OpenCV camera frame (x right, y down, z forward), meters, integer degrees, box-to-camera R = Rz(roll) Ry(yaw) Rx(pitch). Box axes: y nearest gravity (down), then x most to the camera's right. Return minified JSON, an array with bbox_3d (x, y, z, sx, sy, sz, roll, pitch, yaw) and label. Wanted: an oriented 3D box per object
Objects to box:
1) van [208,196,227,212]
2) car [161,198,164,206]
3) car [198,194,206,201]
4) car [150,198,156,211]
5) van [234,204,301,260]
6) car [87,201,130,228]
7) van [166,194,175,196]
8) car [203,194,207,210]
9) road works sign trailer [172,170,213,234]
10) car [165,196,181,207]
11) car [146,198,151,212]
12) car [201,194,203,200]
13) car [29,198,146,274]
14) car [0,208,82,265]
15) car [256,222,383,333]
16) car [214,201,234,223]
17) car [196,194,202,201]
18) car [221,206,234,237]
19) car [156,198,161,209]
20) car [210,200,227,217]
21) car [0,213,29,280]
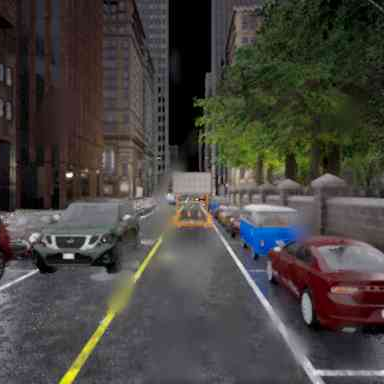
[{"bbox_3d":[2.774,1.433,34.499,1.690,1.788,3.998,0,0,0],"label":"van"},{"bbox_3d":[-5.745,1.682,56.587,1.947,1.339,4.313,0,0,0],"label":"car"},{"bbox_3d":[2.790,1.489,94.133,2.192,1.841,5.009,0,0,0],"label":"car"},{"bbox_3d":[-5.750,1.625,39.845,1.752,1.417,4.829,0,0,0],"label":"car"},{"bbox_3d":[2.767,1.384,12.401,1.690,1.788,3.998,0,0,0],"label":"van"},{"bbox_3d":[-5.755,1.509,23.442,1.967,1.590,4.097,0,0,0],"label":"car"},{"bbox_3d":[-5.738,1.493,83.245,1.690,1.788,3.998,0,0,0],"label":"van"},{"bbox_3d":[2.776,1.416,40.024,2.192,1.841,5.009,0,0,0],"label":"car"},{"bbox_3d":[0.006,0.525,19.725,2.380,3.560,2.880,0,0,0],"label":"road works sign trailer"},{"bbox_3d":[-3.035,1.715,53.843,1.895,1.301,4.718,0,0,1],"label":"car"},{"bbox_3d":[-5.752,1.642,34.491,2.008,1.369,4.403,0,0,0],"label":"car"},{"bbox_3d":[2.778,1.422,45.548,2.192,1.841,5.009,0,0,0],"label":"car"},{"bbox_3d":[-3.096,1.261,11.111,2.150,2.045,5.566,0,0,0],"label":"car"},{"bbox_3d":[-5.759,1.483,12.393,1.967,1.590,4.097,0,0,0],"label":"car"},{"bbox_3d":[2.765,1.572,6.877,1.887,1.381,4.507,0,0,0],"label":"car"},{"bbox_3d":[2.770,1.595,23.620,1.752,1.417,4.829,0,0,0],"label":"car"},{"bbox_3d":[2.789,1.478,88.692,2.192,1.841,5.009,0,0,0],"label":"car"},{"bbox_3d":[2.769,1.638,17.926,1.802,1.307,4.206,0,0,0],"label":"car"},{"bbox_3d":[-5.748,1.547,45.540,1.967,1.590,4.097,0,0,0],"label":"car"},{"bbox_3d":[2.772,1.663,28.974,1.802,1.307,4.206,0,0,0],"label":"car"},{"bbox_3d":[-5.761,1.342,6.871,2.192,1.841,5.009,0,0,0],"label":"car"}]
